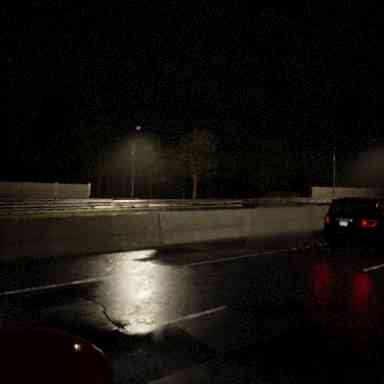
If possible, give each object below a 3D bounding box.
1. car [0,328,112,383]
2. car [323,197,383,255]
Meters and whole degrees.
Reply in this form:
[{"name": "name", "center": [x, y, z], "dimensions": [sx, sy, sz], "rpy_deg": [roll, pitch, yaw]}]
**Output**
[{"name": "car", "center": [-2.739, 1.525, 1.792], "dimensions": [4.674, 1.442, 1.812], "rpy_deg": [0, 0, -36]}, {"name": "car", "center": [7.626, 1.232, 13.489], "dimensions": [5.566, 2.045, 2.150], "rpy_deg": [0, 0, -36]}]
